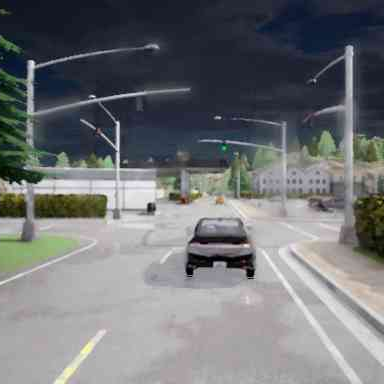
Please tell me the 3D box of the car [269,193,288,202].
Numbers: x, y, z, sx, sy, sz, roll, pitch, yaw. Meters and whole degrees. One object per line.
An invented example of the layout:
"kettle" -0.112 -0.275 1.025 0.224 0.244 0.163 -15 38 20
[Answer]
"car" 19.796 1.237 76.473 3.866 1.878 1.905 0 0 4

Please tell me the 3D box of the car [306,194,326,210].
"car" 16.220 1.426 39.057 5.027 1.636 2.152 0 0 4

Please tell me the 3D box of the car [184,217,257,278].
"car" 0.874 1.509 10.259 2.128 1.511 4.902 0 0 5

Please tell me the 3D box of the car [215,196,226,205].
"car" 5.487 1.587 63.958 1.882 1.535 5.008 0 0 5

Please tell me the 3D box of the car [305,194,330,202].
"car" 27.375 1.269 72.565 4.605 1.855 1.932 0 0 4

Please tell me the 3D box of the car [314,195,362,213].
"car" 16.020 1.430 35.926 4.514 1.523 2.007 0 0 4

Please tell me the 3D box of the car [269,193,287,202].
"car" 18.919 1.515 73.208 3.806 1.475 1.970 0 0 4

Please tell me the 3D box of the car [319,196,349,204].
"car" 25.665 1.447 60.206 4.514 1.523 2.007 0 0 4

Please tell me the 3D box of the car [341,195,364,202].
"car" 37.910 1.502 78.680 4.514 1.523 2.007 0 0 4
